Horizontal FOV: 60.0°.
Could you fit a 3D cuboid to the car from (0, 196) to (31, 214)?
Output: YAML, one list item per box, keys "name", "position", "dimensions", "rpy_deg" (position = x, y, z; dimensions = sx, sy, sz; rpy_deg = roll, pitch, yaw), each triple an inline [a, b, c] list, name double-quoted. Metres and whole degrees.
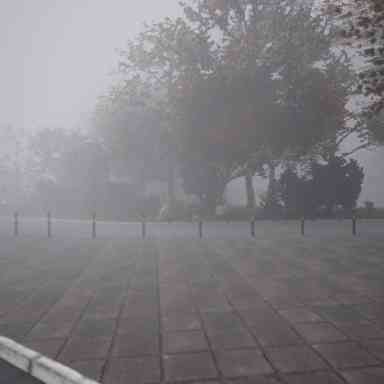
- name: "car"
  position: [-20.323, 1.627, 37.070]
  dimensions: [2.185, 1.767, 4.553]
  rpy_deg: [0, 0, 34]
